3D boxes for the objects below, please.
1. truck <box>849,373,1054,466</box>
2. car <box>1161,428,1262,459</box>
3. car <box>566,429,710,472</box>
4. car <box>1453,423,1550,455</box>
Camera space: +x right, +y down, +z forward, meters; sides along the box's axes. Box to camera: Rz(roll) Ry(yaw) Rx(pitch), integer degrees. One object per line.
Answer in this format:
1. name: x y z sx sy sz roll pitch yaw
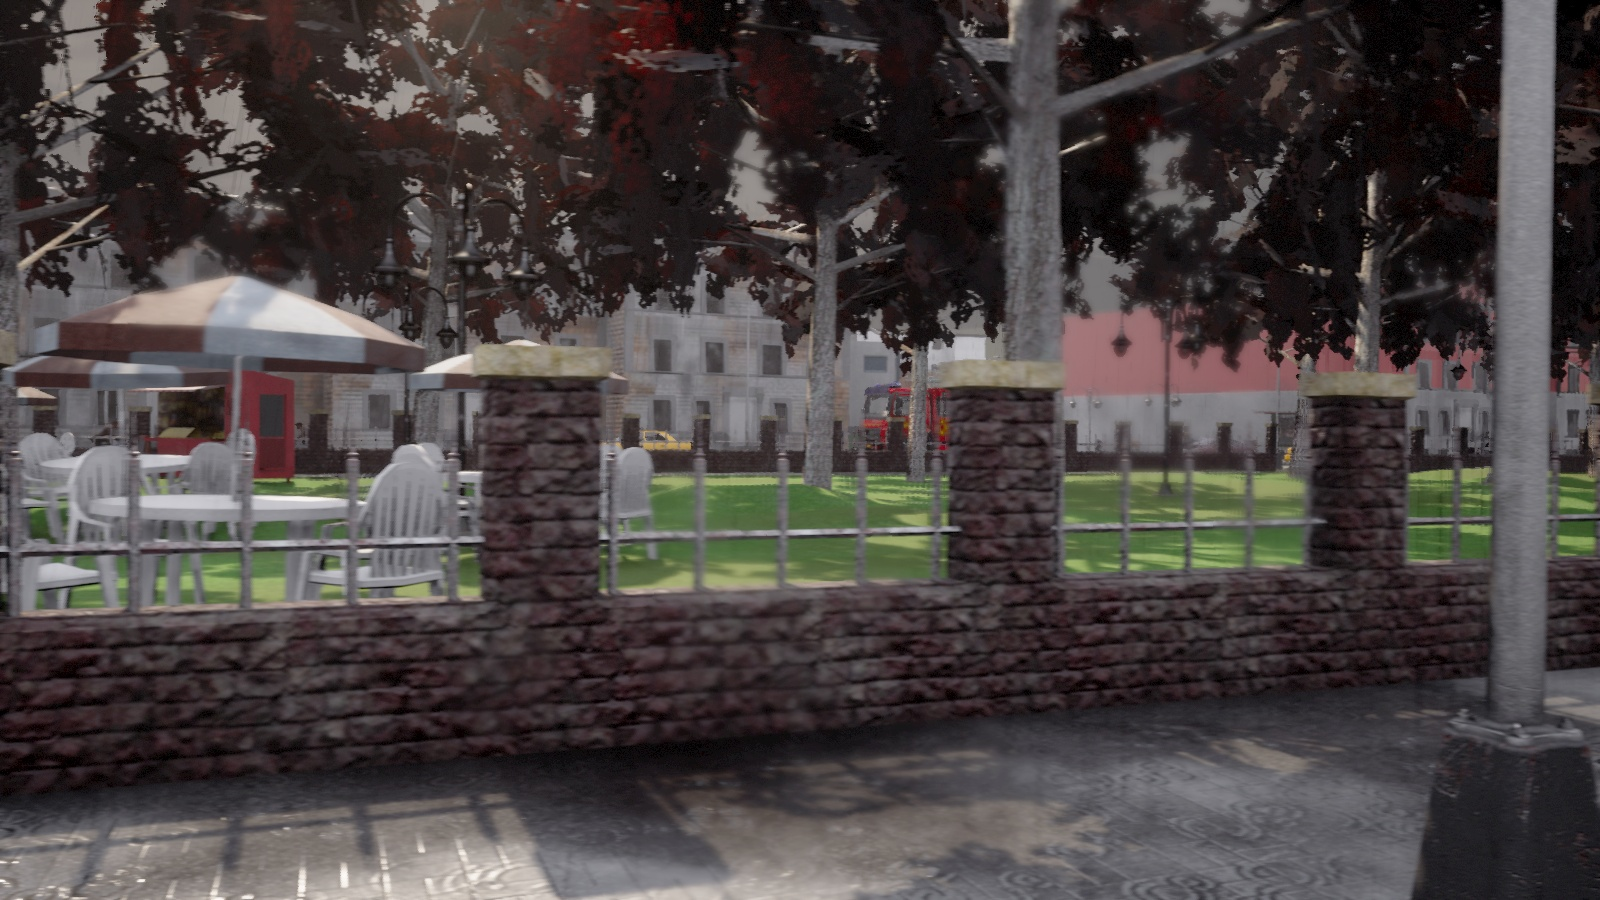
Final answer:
1. truck: 6.600 -1.334 54.706 8.468 3.827 2.891 -1 1 -21
2. car: 19.530 -0.328 59.632 4.181 1.385 1.994 -1 1 -20
3. car: -6.426 -0.006 49.754 5.366 1.575 1.801 -1 1 -21
4. car: 33.973 -0.557 60.840 4.193 1.474 1.816 -1 1 -21
